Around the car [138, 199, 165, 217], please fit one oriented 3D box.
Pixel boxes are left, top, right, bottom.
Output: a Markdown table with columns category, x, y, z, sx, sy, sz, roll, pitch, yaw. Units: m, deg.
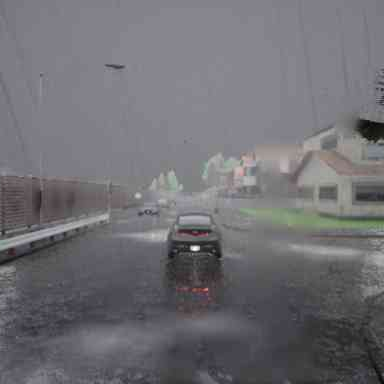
| category | x | y | z | sx | sy | sz | roll | pitch | yaw |
| --- | --- | --- | --- | --- | --- | --- | --- | --- | --- |
| car | -4.087 | 1.690 | 32.964 | 1.994 | 1.385 | 4.181 | 0 | 0 | 0 |

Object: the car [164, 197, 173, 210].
| category | x | y | z | sx | sy | sz | roll | pitch | yaw |
| --- | --- | --- | --- | --- | --- | --- | --- | --- | --- |
| car | -4.072 | 1.702 | 46.180 | 1.812 | 1.442 | 4.674 | 0 | 0 | 0 |

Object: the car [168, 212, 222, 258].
| category | x | y | z | sx | sy | sz | roll | pitch | yaw |
| --- | --- | --- | --- | --- | --- | --- | --- | --- | --- |
| car | 0.101 | 1.555 | 13.029 | 1.837 | 1.490 | 4.892 | 0 | 0 | 0 |

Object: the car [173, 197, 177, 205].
| category | x | y | z | sx | sy | sz | roll | pitch | yaw |
| --- | --- | --- | --- | --- | --- | --- | --- | --- | --- |
| car | -3.991 | 1.805 | 66.705 | 2.033 | 1.411 | 5.357 | 0 | 0 | 0 |
